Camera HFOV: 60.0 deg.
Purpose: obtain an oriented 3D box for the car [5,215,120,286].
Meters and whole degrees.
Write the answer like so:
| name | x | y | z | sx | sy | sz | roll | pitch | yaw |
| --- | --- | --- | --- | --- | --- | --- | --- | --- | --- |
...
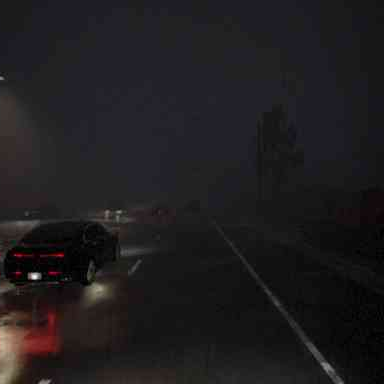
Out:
| name | x | y | z | sx | sy | sz | roll | pitch | yaw |
| --- | --- | --- | --- | --- | --- | --- | --- | --- | --- |
| car | -3.401 | 1.574 | 9.620 | 1.837 | 1.490 | 4.892 | 0 | 0 | 0 |

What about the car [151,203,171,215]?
| name | x | y | z | sx | sy | sz | roll | pitch | yaw |
| --- | --- | --- | --- | --- | --- | --- | --- | --- | --- |
| car | -3.398 | 1.865 | 37.602 | 1.895 | 1.301 | 4.718 | 0 | 0 | 0 |

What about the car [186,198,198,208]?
| name | x | y | z | sx | sy | sz | roll | pitch | yaw |
| --- | --- | --- | --- | --- | --- | --- | --- | --- | --- |
| car | 0.003 | 1.903 | 58.567 | 2.128 | 1.511 | 4.902 | 0 | 0 | 0 |

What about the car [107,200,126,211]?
| name | x | y | z | sx | sy | sz | roll | pitch | yaw |
| --- | --- | --- | --- | --- | --- | --- | --- | --- | --- |
| car | -10.528 | 1.833 | 46.511 | 1.837 | 1.490 | 4.892 | 0 | -1 | 0 |

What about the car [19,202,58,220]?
| name | x | y | z | sx | sy | sz | roll | pitch | yaw |
| --- | --- | --- | --- | --- | --- | --- | --- | --- | --- |
| car | -14.064 | 1.709 | 30.768 | 2.128 | 1.511 | 4.902 | 0 | -1 | 0 |

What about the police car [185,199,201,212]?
| name | x | y | z | sx | sy | sz | roll | pitch | yaw |
| --- | --- | --- | --- | --- | --- | --- | --- | --- | --- |
| police car | 0.102 | 1.724 | 42.676 | 1.930 | 1.638 | 5.238 | 0 | -1 | 0 |
